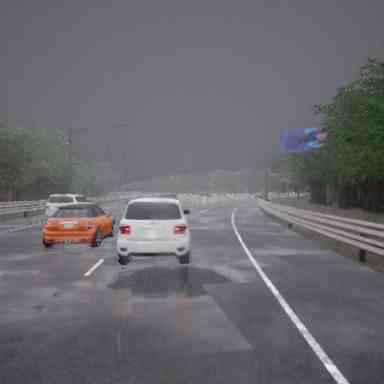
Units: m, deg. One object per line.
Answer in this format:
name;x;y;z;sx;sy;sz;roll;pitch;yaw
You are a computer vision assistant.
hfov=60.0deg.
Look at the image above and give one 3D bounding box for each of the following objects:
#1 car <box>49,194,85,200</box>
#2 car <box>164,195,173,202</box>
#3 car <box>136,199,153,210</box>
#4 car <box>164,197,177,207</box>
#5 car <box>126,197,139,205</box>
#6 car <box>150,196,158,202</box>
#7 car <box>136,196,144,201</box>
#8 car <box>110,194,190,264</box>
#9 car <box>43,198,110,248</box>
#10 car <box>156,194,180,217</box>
car;-8.767;1.183;24.243;2.150;2.045;5.566;0;0;-3
car;-5.663;1.587;79.232;1.837;1.490;4.892;0;0;-6
car;-6.259;1.574;44.062;1.895;1.301;4.718;0;0;-3
car;-3.484;1.545;53.481;2.033;1.411;5.357;0;0;-4
car;-10.941;1.570;61.157;1.994;1.385;4.181;0;0;-5
car;-9.581;1.694;83.082;1.895;1.301;4.718;0;0;-6
car;-13.495;1.664;86.722;1.994;1.385;4.181;0;0;-7
car;-1.236;1.213;11.915;2.150;2.045;5.566;0;0;-3
car;-4.799;1.332;14.772;2.097;1.767;4.553;0;0;-3
car;-2.234;1.196;31.762;2.150;2.045;5.566;0;0;-3
